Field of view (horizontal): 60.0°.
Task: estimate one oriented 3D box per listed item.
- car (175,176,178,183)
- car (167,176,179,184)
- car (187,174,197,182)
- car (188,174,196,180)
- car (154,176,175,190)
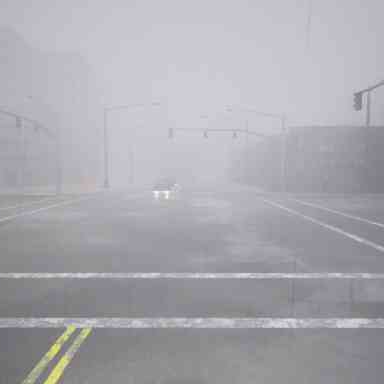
[{"bbox_3d":[-3.578,-1.689,51.329,1.837,1.490,4.892,0,4,0],"label":"car"},{"bbox_3d":[-3.546,-2.275,61.448,1.895,1.301,4.718,0,4,0],"label":"car"},{"bbox_3d":[0.022,-2.968,70.897,1.994,1.385,4.181,0,4,0],"label":"car"},{"bbox_3d":[0.026,-3.693,80.724,2.033,1.411,5.357,0,4,0],"label":"car"},{"bbox_3d":[-3.585,-0.961,41.423,1.994,1.385,4.181,0,4,0],"label":"car"}]
